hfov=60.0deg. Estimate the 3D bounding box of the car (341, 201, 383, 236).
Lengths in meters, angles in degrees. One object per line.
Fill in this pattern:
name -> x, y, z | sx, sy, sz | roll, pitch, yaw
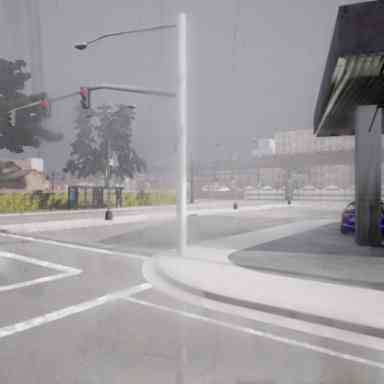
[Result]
car -> 9.458, 1.294, 17.721 | 2.242, 1.667, 4.611 | 0, 0, 37
